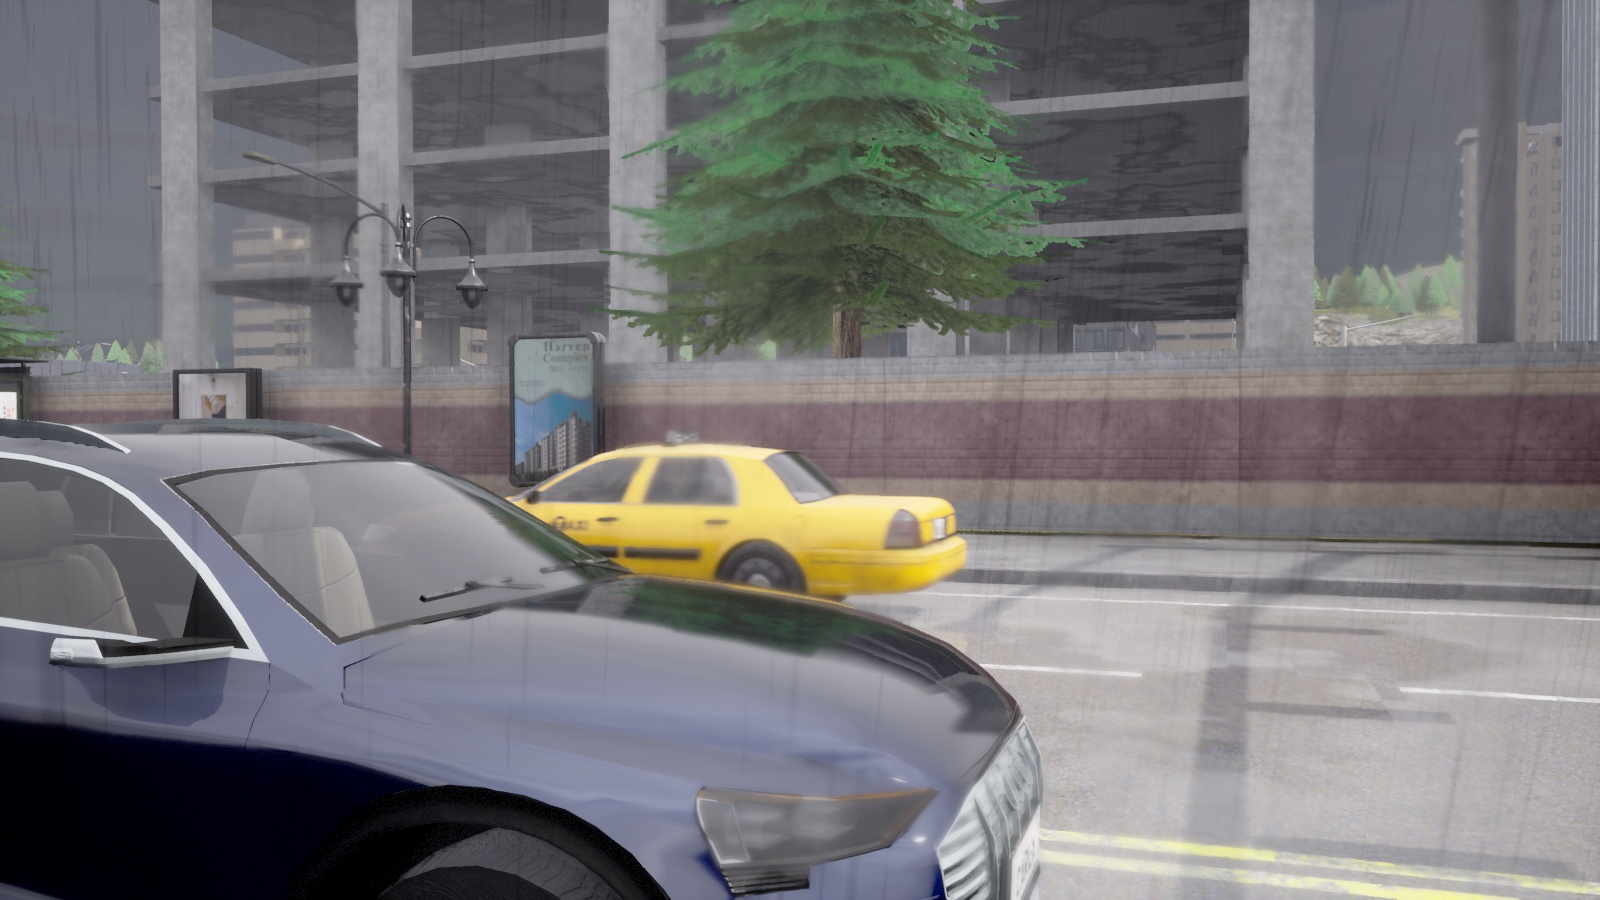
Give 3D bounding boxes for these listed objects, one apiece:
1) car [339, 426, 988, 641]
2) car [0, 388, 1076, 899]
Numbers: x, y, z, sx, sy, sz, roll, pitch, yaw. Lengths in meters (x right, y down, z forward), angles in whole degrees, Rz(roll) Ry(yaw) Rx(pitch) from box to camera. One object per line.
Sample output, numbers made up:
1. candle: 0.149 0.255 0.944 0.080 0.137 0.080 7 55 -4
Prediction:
1. car: -1.199 0.585 10.971 5.366 1.575 1.801 1 1 19
2. car: -1.758 0.689 3.783 4.856 1.649 2.033 1 1 19
